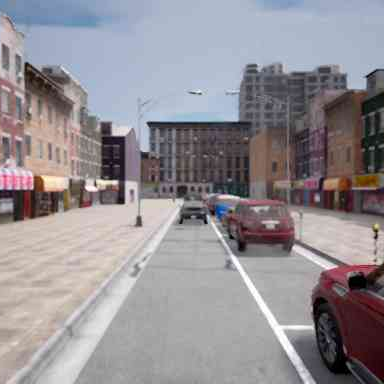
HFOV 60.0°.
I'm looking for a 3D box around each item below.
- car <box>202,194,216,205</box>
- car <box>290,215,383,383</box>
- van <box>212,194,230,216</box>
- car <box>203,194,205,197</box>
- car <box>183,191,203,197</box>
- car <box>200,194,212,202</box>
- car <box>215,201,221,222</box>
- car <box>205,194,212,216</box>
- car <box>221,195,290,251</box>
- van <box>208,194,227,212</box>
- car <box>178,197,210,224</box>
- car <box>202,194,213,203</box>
[{"bbox_3d":[2.615,1.084,51.852,1.967,1.590,4.097,0,0,0],"label":"car"},{"bbox_3d":[2.632,1.297,2.571,2.192,1.841,5.009,0,0,0],"label":"car"},{"bbox_3d":[2.625,1.173,24.474,1.690,1.788,3.998,0,0,0],"label":"van"},{"bbox_3d":[2.619,1.243,41.072,1.752,1.417,4.829,0,0,0],"label":"car"},{"bbox_3d":[0.086,0.939,41.377,2.150,2.045,5.566,0,1,0],"label":"car"},{"bbox_3d":[2.611,1.119,62.804,2.008,1.369,4.403,0,0,0],"label":"car"},{"bbox_3d":[2.628,1.420,19.001,2.008,1.369,4.403,0,0,0],"label":"car"},{"bbox_3d":[2.623,1.109,29.949,2.192,1.841,5.009,0,0,0],"label":"car"},{"bbox_3d":[2.629,1.222,13.524,2.192,1.841,5.009,0,0,0],"label":"car"},{"bbox_3d":[2.621,1.098,35.425,1.690,1.788,3.998,0,0,0],"label":"van"},{"bbox_3d":[0.091,1.342,23.448,1.837,1.490,4.892,0,0,0],"label":"car"},{"bbox_3d":[2.613,1.130,57.498,1.752,1.417,4.829,0,0,0],"label":"car"}]
